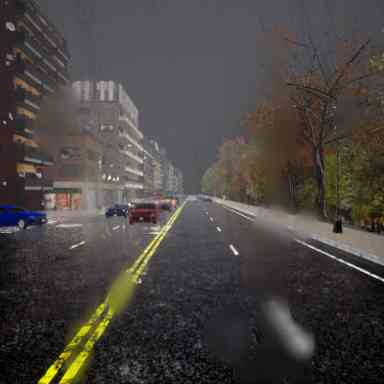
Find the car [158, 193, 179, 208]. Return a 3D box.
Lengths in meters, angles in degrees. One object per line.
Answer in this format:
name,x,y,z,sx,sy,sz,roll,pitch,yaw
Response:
car,-3.334,1.358,48.261,2.097,1.767,4.553,0,0,0

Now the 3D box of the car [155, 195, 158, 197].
car,-6.582,1.609,52.080,1.895,1.301,4.718,0,0,0

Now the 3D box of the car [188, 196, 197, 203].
car,0.017,1.605,70.229,1.895,1.301,4.718,0,0,0

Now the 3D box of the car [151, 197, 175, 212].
car,-3.339,1.604,38.382,1.895,1.301,4.718,0,0,0

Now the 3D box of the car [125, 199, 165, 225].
car,-3.350,1.521,24.507,1.882,1.535,5.008,0,0,0

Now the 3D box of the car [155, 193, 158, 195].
car,-6.497,1.239,67.385,2.150,2.045,5.566,0,0,0

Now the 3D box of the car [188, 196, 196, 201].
car,0.019,1.528,80.229,1.895,1.301,4.718,0,0,0

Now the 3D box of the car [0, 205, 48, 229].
car,-12.171,1.617,22.189,5.008,1.535,1.882,-1,0,10

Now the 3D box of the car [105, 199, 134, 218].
car,-6.589,1.646,30.763,1.895,1.301,4.718,0,1,0

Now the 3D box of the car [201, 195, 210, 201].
car,3.270,1.473,80.198,2.033,1.411,5.357,0,0,0

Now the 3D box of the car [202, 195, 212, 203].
car,3.267,1.605,70.229,1.895,1.301,4.718,0,0,0
